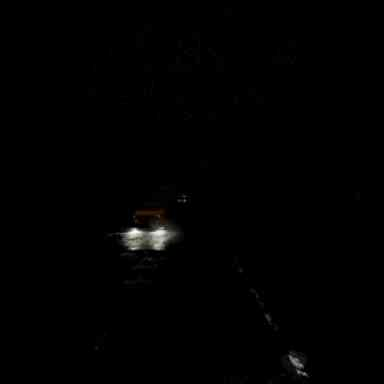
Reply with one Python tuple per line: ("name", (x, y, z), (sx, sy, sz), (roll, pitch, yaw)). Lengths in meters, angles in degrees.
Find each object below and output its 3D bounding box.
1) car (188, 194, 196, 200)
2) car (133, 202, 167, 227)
("car", (-0.001, 1.525, 91.110), (1.812, 1.442, 4.674), (0, 0, 0))
("car", (-2.835, 1.459, 23.112), (1.882, 1.535, 5.008), (0, 0, 0))
